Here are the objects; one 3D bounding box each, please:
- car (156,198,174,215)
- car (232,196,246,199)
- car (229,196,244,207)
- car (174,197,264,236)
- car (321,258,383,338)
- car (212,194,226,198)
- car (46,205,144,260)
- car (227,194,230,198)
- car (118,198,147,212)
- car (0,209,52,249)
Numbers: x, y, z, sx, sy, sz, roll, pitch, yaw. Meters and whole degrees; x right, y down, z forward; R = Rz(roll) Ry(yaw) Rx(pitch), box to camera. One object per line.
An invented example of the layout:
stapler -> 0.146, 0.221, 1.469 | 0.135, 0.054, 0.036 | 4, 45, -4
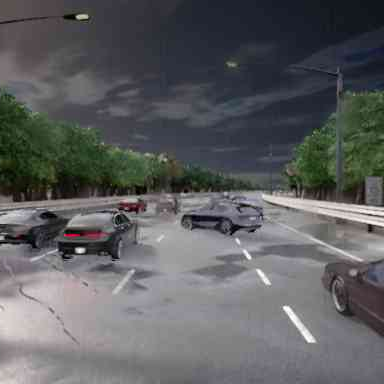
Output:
car -> -2.138, 1.324, 31.373 | 1.837, 1.490, 4.892 | 0, 0, 4
car -> 4.332, 1.326, 25.673 | 1.882, 1.535, 5.008 | 0, 0, 4
car -> 6.273, 1.298, 46.932 | 1.994, 1.385, 4.181 | 0, 0, 7
car -> 1.461, 1.325, 17.826 | 2.033, 1.649, 4.856 | 0, 1, -41
car -> 3.521, 1.520, 4.341 | 2.033, 1.411, 5.357 | 0, 0, 1
car -> 4.282, 1.224, 58.819 | 2.033, 1.411, 5.357 | 0, 0, 9
car -> -3.177, 1.431, 12.088 | 1.837, 1.490, 4.892 | 0, 0, 2
car -> 5.161, 1.222, 36.315 | 2.033, 1.649, 4.856 | 0, 0, 5
car -> -5.610, 1.294, 31.890 | 1.882, 1.535, 5.008 | 0, 0, 4
car -> -6.635, 1.441, 13.943 | 1.812, 1.442, 4.674 | 0, 0, 2
